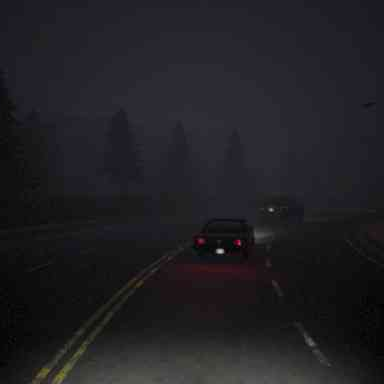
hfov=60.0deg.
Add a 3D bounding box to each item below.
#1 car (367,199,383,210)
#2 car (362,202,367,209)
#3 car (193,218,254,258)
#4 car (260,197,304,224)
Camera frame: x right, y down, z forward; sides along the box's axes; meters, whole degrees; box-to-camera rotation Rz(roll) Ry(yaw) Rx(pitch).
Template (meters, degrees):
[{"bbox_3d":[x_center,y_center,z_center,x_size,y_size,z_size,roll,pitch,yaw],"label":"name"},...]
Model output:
[{"bbox_3d":[27.648,1.776,46.675,5.008,1.535,1.882,0,-1,-18],"label":"car"},{"bbox_3d":[28.173,1.816,50.491,4.902,1.511,2.128,0,-1,-17],"label":"car"},{"bbox_3d":[1.451,1.686,13.186,1.895,1.301,4.718,0,0,13],"label":"car"},{"bbox_3d":[7.256,1.394,26.561,2.150,2.045,5.566,0,0,33],"label":"car"}]
